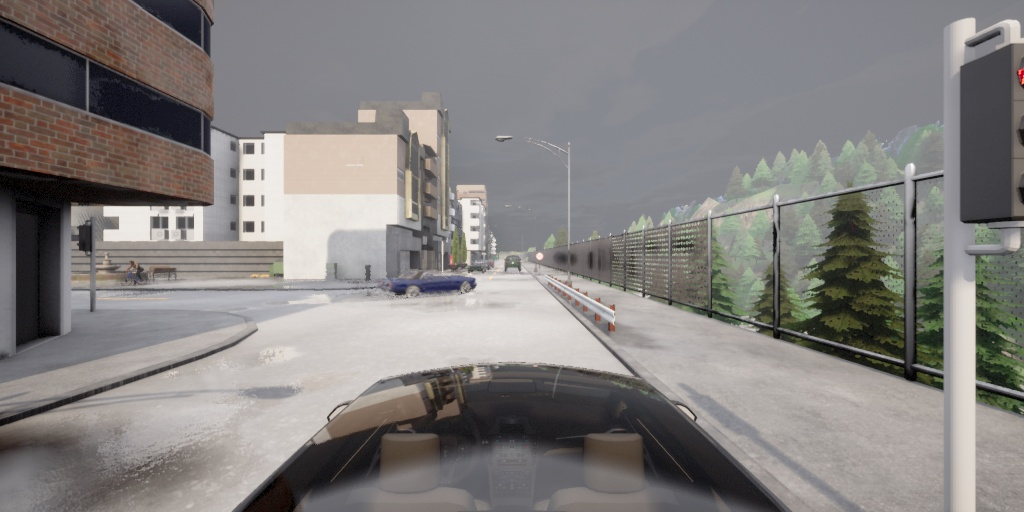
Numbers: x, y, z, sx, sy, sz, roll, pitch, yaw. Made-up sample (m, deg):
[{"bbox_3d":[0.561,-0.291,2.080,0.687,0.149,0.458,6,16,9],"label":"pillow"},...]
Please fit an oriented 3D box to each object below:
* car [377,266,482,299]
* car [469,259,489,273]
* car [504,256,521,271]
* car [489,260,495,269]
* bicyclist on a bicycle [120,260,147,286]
[{"bbox_3d":[-4.136,1.353,18.157,4.718,1.301,1.895,0,0,-40],"label":"car"},{"bbox_3d":[-4.093,1.356,42.403,1.895,1.301,4.718,0,0,0],"label":"car"},{"bbox_3d":[0.105,0.976,50.324,2.150,2.045,5.566,0,0,0],"label":"car"},{"bbox_3d":[-4.087,1.248,51.752,2.128,1.511,4.902,0,0,0],"label":"car"},{"bbox_3d":[-24.281,1.101,23.054,0.582,1.620,1.656,0,0,0],"label":"bicyclist on a bicycle"}]
